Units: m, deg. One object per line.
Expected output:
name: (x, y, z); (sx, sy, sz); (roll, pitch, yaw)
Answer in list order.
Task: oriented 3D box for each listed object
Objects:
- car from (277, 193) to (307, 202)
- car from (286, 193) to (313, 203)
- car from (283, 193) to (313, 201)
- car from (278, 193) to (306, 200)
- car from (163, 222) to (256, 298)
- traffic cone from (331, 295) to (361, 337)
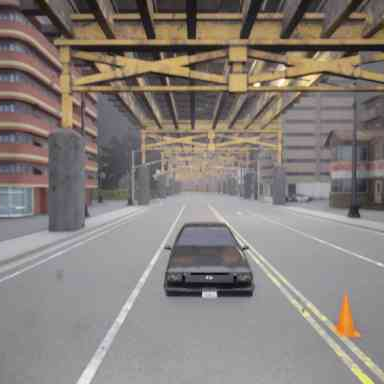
car: (17.815, 0.963, 59.184); (4.974, 1.542, 2.038); (0, 1, 25)
car: (17.466, 1.010, 55.027); (4.974, 1.542, 2.038); (0, 1, -20)
car: (17.515, 0.852, 55.043); (4.536, 1.218, 1.853); (0, 1, -20)
car: (17.862, 0.806, 59.161); (4.536, 1.218, 1.853); (0, 1, 25)
car: (0.362, 1.534, 8.914); (2.033, 1.411, 5.357); (0, 0, 1)
traffic cone: (2.455, 1.950, 5.307); (0.340, 0.580, 0.340); (0, 0, 0)
